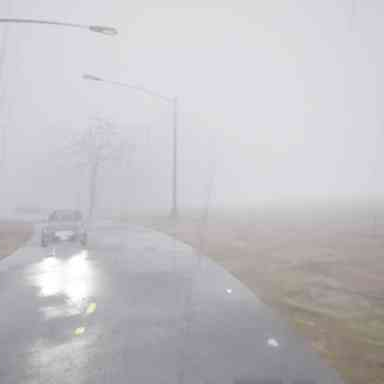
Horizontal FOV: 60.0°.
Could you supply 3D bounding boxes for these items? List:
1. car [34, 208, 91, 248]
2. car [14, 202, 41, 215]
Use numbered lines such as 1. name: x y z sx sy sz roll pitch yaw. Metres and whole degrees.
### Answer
1. car: -5.932 1.610 15.713 2.128 1.511 4.902 1 -1 -19
2. car: -22.755 2.173 46.040 4.553 1.767 2.097 -2 -3 42
